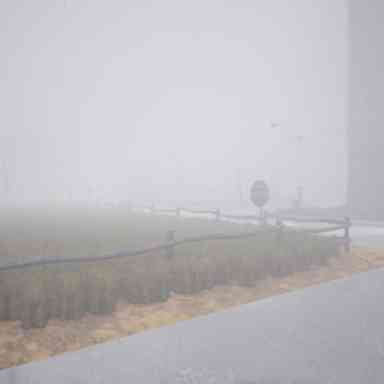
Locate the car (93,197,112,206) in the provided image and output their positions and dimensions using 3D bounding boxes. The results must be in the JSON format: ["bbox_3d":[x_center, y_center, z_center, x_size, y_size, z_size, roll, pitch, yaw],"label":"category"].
[{"bbox_3d":[-14.489,1.519,53.579,1.812,1.442,4.674,0,0,-36],"label":"car"}]

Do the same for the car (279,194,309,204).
[{"bbox_3d":[18.007,1.460,57.859,2.242,1.667,4.611,0,0,-36],"label":"car"}]

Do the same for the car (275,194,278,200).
[{"bbox_3d":[21.493,1.284,76.831,1.932,1.855,4.605,0,0,-36],"label":"car"}]

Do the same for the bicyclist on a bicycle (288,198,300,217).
[{"bbox_3d":[8.639,1.291,28.075,1.656,1.620,0.582,0,0,-36],"label":"bicyclist on a bicycle"}]

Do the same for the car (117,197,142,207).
[{"bbox_3d":[-8.576,1.470,45.473,1.882,1.535,5.008,0,0,-35],"label":"car"}]
